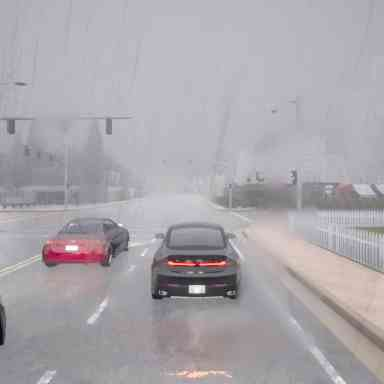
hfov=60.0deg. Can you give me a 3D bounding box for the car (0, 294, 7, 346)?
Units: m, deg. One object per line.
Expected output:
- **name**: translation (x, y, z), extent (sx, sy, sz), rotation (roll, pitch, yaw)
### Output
- **car**: translation (-3.408, 1.492, 2.543), extent (2.128, 1.511, 4.902), rotation (0, 0, 0)

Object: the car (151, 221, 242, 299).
- **car**: translation (0.087, 1.505, 8.413), extent (1.837, 1.490, 4.892), rotation (0, 0, 0)

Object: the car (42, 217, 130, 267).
- **car**: translation (-3.418, 1.564, 11.451), extent (1.994, 1.385, 4.181), rotation (0, 0, 0)
